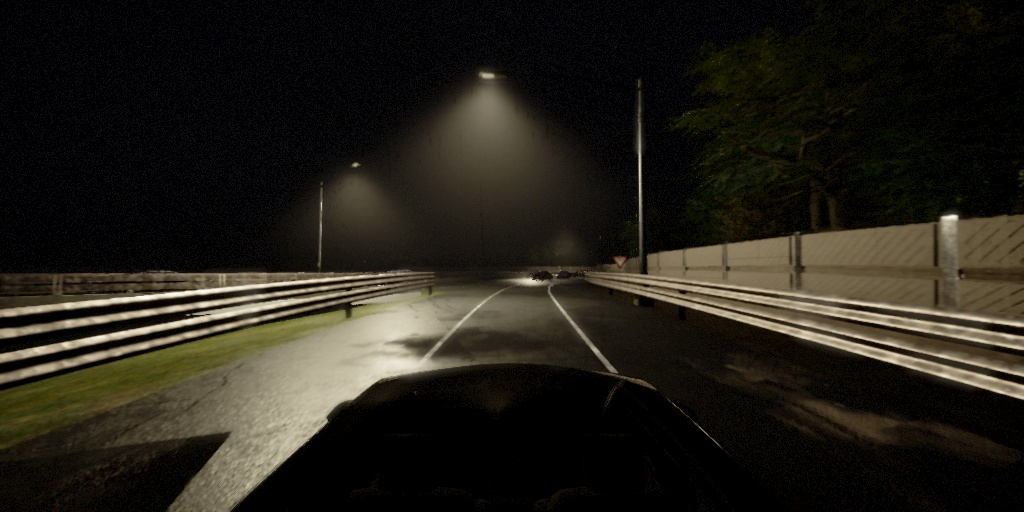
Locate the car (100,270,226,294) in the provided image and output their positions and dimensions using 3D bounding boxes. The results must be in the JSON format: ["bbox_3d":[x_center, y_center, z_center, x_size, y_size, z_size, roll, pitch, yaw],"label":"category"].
[{"bbox_3d":[-18.633,1.497,19.454,4.902,1.511,2.128,2,-3,-44],"label":"car"}]

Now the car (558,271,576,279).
[{"bbox_3d":[9.286,3.335,62.872,2.033,1.411,5.357,-1,-2,19],"label":"car"}]

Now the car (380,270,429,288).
[{"bbox_3d":[-8.910,1.940,30.036,2.128,1.511,4.902,-1,-3,39],"label":"car"}]

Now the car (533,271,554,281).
[{"bbox_3d":[4.492,2.845,51.290,1.812,1.442,4.674,-1,-2,26],"label":"car"}]
